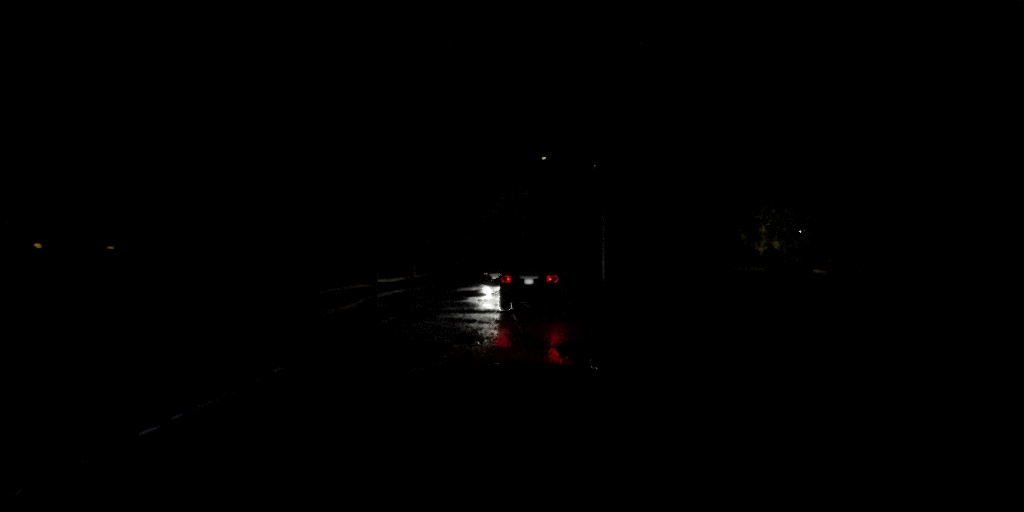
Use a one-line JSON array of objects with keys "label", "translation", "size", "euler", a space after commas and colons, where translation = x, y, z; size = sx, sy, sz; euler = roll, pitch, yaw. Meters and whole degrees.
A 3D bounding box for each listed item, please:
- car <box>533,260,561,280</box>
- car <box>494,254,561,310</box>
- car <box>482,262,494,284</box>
[{"label": "car", "translation": [3.161, 1.153, 31.503], "size": [2.128, 1.511, 4.902], "euler": [0, 0, 10]}, {"label": "car", "translation": [0.799, 0.929, 14.580], "size": [2.150, 2.045, 5.566], "euler": [0, 0, 5]}, {"label": "car", "translation": [-0.789, 1.162, 25.812], "size": [2.128, 1.511, 4.902], "euler": [0, 0, 9]}]
